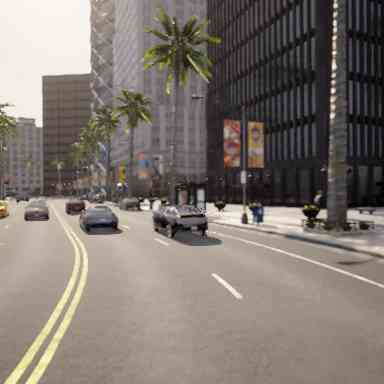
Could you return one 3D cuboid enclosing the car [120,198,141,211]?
[{"bbox_3d":[-7.656,1.460,40.971,2.231,1.521,4.892,-1,0,-24],"label":"car"}]

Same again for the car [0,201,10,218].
[{"bbox_3d":[-18.111,1.572,30.819,1.882,1.535,5.008,-1,0,-24],"label":"car"}]

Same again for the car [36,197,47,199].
[{"bbox_3d":[-29.614,1.637,65.445,1.812,1.442,4.674,-1,0,-24],"label":"car"}]

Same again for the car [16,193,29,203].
[{"bbox_3d":[-34.775,1.224,68.476,2.150,2.045,5.566,-1,0,-24],"label":"car"}]

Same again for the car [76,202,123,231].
[{"bbox_3d":[-5.899,1.571,20.893,1.994,1.385,4.181,-1,0,-23],"label":"car"}]

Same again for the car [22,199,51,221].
[{"bbox_3d":[-13.238,1.582,28.483,1.812,1.442,4.674,-1,0,-24],"label":"car"}]

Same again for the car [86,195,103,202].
[{"bbox_3d":[-19.610,1.382,67.803,2.185,1.767,4.553,-1,0,-24],"label":"car"}]

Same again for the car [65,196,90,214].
[{"bbox_3d":[-12.857,1.513,36.680,1.882,1.535,5.008,-1,0,-24],"label":"car"}]

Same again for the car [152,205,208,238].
[{"bbox_3d":[-0.769,1.460,17.572,2.128,1.511,4.902,-1,0,-21],"label":"car"}]
